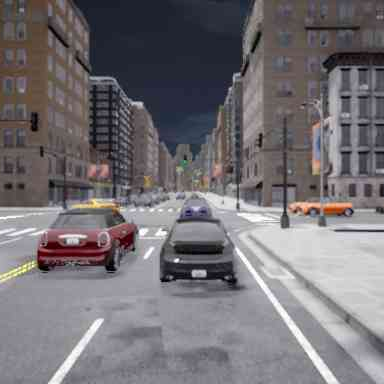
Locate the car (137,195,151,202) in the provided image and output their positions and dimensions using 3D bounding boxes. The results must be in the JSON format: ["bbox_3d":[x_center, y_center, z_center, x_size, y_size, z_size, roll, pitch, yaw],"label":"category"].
[{"bbox_3d":[-9.257,1.228,64.093,1.895,1.301,4.718,0,0,0],"label":"car"}]

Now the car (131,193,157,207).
[{"bbox_3d":[-6.258,1.100,44.151,2.097,1.767,4.553,0,0,0],"label":"car"}]

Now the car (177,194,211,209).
[{"bbox_3d":[0.281,1.190,23.742,2.097,1.767,4.553,0,0,0],"label":"car"}]

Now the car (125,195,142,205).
[{"bbox_3d":[-9.406,1.192,54.046,1.837,1.490,4.892,0,0,1],"label":"car"}]

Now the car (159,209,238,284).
[{"bbox_3d":[0.163,1.452,9.440,1.837,1.490,4.892,0,1,0],"label":"car"}]

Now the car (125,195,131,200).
[{"bbox_3d":[-9.500,1.304,45.226,1.994,1.385,4.181,0,0,0],"label":"car"}]

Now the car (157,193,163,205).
[{"bbox_3d":[-6.180,1.222,52.729,1.812,1.442,4.674,0,0,1],"label":"car"}]

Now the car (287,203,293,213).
[{"bbox_3d":[11.705,1.283,32.581,4.553,1.767,2.097,0,0,0],"label":"car"}]

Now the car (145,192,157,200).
[{"bbox_3d":[-9.176,0.918,74.405,2.097,1.767,4.553,0,0,0],"label":"car"}]

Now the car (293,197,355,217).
[{"bbox_3d":[11.713,1.260,29.332,4.553,1.767,2.097,0,0,0],"label":"car"}]

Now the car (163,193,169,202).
[{"bbox_3d":[-6.017,1.201,62.735,1.994,1.385,4.181,0,0,0],"label":"car"}]

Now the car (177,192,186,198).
[{"bbox_3d":[-2.587,0.845,85.740,2.128,1.511,4.902,0,0,0],"label":"car"}]

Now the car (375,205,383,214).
[{"bbox_3d":[20.346,1.525,32.523,4.181,1.385,1.994,0,0,1],"label":"car"}]

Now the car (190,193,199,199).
[{"bbox_3d":[0.669,1.009,86.484,2.128,1.511,4.902,0,0,0],"label":"car"}]

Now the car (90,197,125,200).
[{"bbox_3d":[-7.604,1.294,25.885,1.882,1.535,5.008,2,-1,-44],"label":"car"}]

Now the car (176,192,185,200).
[{"bbox_3d":[-2.665,1.144,75.770,1.895,1.301,4.718,0,0,0],"label":"car"}]

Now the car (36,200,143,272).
[{"bbox_3d":[-3.077,1.290,10.754,2.097,1.767,4.553,0,0,0],"label":"car"}]
